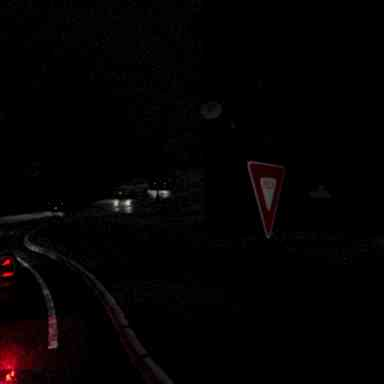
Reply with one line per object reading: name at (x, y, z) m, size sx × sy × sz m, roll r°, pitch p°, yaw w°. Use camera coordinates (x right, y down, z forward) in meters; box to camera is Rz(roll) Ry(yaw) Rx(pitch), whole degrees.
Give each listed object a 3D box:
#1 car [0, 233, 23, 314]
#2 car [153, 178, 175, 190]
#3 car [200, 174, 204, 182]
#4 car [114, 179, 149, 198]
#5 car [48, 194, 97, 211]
car at (-5.033, 1.389, 7.135) m, size 2.097 × 1.767 × 4.553 m, roll 0°, pitch 0°, yaw -34°
car at (-4.207, -1.325, 50.362) m, size 2.097 × 1.767 × 4.553 m, roll 0°, pitch 5°, yaw 15°
car at (2.640, -2.949, 68.477) m, size 1.882 × 1.535 × 5.008 m, roll 0°, pitch 5°, yaw 5°
car at (-7.303, -0.479, 40.622) m, size 2.150 × 2.045 × 5.566 m, roll 0°, pitch 5°, yaw 20°
car at (-11.107, 0.887, 31.164) m, size 1.895 × 1.301 × 4.718 m, roll 0°, pitch 5°, yaw 23°
